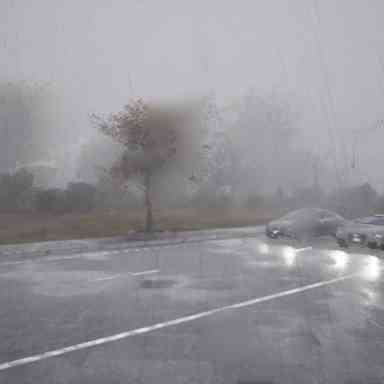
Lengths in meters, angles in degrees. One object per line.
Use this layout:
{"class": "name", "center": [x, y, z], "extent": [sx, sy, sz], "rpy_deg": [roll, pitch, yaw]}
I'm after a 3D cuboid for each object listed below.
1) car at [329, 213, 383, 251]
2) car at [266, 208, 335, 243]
{"class": "car", "center": [7.967, 1.673, 13.978], "extent": [4.181, 1.385, 1.994], "rpy_deg": [1, 0, -35]}
{"class": "car", "center": [5.791, 1.612, 16.724], "extent": [4.892, 1.490, 1.837], "rpy_deg": [0, 0, -36]}
